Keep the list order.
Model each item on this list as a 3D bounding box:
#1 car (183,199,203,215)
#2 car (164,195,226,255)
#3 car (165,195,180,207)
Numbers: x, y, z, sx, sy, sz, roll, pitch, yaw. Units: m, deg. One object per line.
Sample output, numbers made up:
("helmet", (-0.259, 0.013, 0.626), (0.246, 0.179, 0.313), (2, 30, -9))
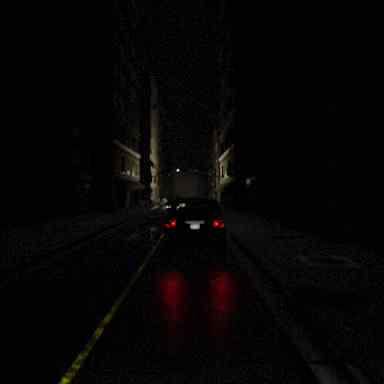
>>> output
("car", (0.107, 1.530, 35.729), (2.033, 1.411, 5.357), (0, 0, 0))
("car", (0.100, 1.219, 13.449), (2.150, 2.045, 5.566), (0, 0, 0))
("car", (-3.001, 1.310, 52.001), (2.097, 1.767, 4.553), (0, 0, 0))
